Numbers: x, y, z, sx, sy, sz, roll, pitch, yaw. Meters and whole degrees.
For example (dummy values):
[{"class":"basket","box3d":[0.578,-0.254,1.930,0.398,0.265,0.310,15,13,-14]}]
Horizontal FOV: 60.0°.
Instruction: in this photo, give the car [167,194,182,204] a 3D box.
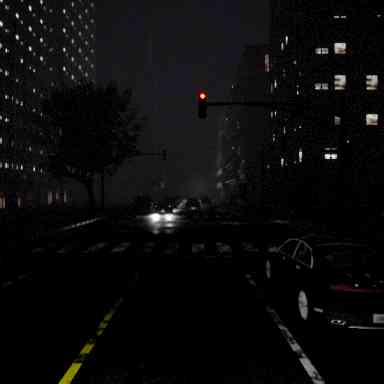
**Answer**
[{"class":"car","box3d":[-3.076,1.536,55.402,1.812,1.442,4.674,0,0,0]}]

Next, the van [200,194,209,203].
[{"class":"van","box3d":[2.700,1.366,72.396,1.690,1.788,3.998,0,0,0]}]

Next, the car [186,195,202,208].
[{"class":"car","box3d":[0.111,1.570,49.308,1.994,1.385,4.181,0,0,0]}]

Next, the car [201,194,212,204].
[{"class":"car","box3d":[2.699,1.580,61.350,1.947,1.339,4.313,0,0,0]}]

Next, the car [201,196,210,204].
[{"class":"car","box3d":[2.700,1.545,67.043,1.752,1.417,4.829,0,0,0]}]

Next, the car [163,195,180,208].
[{"class":"car","box3d":[-3.091,1.531,46.223,1.812,1.442,4.674,0,0,0]}]

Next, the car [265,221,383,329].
[{"class":"car","box3d":[2.690,1.548,6.871,2.008,1.369,4.403,0,0,0]}]

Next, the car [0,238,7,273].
[{"class":"car","box3d":[-5.690,1.542,6.872,1.887,1.381,4.507,0,0,0]}]

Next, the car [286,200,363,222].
[{"class":"car","box3d":[9.252,1.454,23.969,4.718,1.301,1.895,-1,0,4]}]

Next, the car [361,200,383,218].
[{"class":"car","box3d":[13.430,1.337,26.275,4.403,1.369,2.008,-1,1,-1]}]

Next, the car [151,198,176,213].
[{"class":"car","box3d":[-3.083,1.601,37.110,1.895,1.301,4.718,0,0,-1]}]

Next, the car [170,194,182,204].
[{"class":"car","box3d":[-3.032,1.370,65.121,2.097,1.767,4.553,0,0,0]}]

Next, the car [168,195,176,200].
[{"class":"car","box3d":[-5.677,1.607,94.489,2.008,1.369,4.403,0,0,0]}]

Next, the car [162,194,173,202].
[{"class":"car","box3d":[-5.680,1.347,77.920,2.192,1.841,5.009,0,0,0]}]

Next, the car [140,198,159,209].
[{"class":"car","box3d":[-5.685,1.570,44.783,1.947,1.339,4.313,0,0,0]}]

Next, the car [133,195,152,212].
[{"class":"car","box3d":[-5.686,1.317,39.260,2.192,1.841,5.009,0,0,0]}]
